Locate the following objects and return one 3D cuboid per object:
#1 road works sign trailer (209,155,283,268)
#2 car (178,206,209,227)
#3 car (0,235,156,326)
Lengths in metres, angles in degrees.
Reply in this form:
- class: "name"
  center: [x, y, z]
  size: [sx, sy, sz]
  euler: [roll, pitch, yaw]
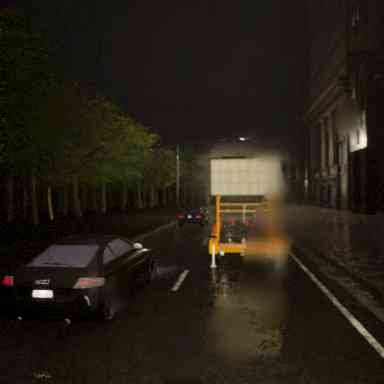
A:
- class: "road works sign trailer"
  center: [1.837, 0.547, 11.644]
  size: [2.380, 3.560, 2.880]
  euler: [0, -1, 7]
- class: "car"
  center: [0.172, 1.774, 25.051]
  size: [2.033, 1.411, 5.357]
  euler: [0, -1, 7]
- class: "car"
  center: [-2.149, 1.626, 7.353]
  size: [1.994, 1.385, 4.181]
  euler: [0, 0, 7]
